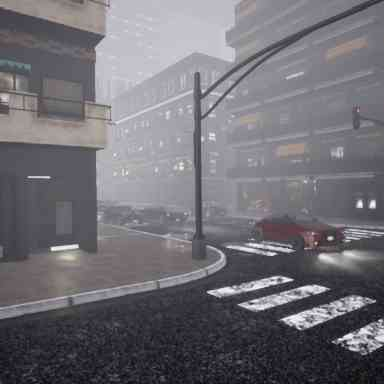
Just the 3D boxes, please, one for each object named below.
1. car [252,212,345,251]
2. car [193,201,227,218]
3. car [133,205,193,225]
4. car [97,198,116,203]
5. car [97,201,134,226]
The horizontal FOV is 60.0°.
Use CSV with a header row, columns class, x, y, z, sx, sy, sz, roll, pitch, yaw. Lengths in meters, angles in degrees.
class,x,y,z,sx,sy,sz,roll,pitch,yaw
car,4.411,1.584,14.405,1.994,1.385,4.181,-1,0,-25
car,1.234,1.512,29.204,2.008,1.369,4.403,-1,1,-36
car,-2.294,1.632,24.850,1.895,1.301,4.718,-1,1,-36
car,-10.347,1.546,35.940,1.837,1.490,4.892,-1,0,-36
car,-5.140,1.631,24.571,1.947,1.339,4.313,-1,1,-36
